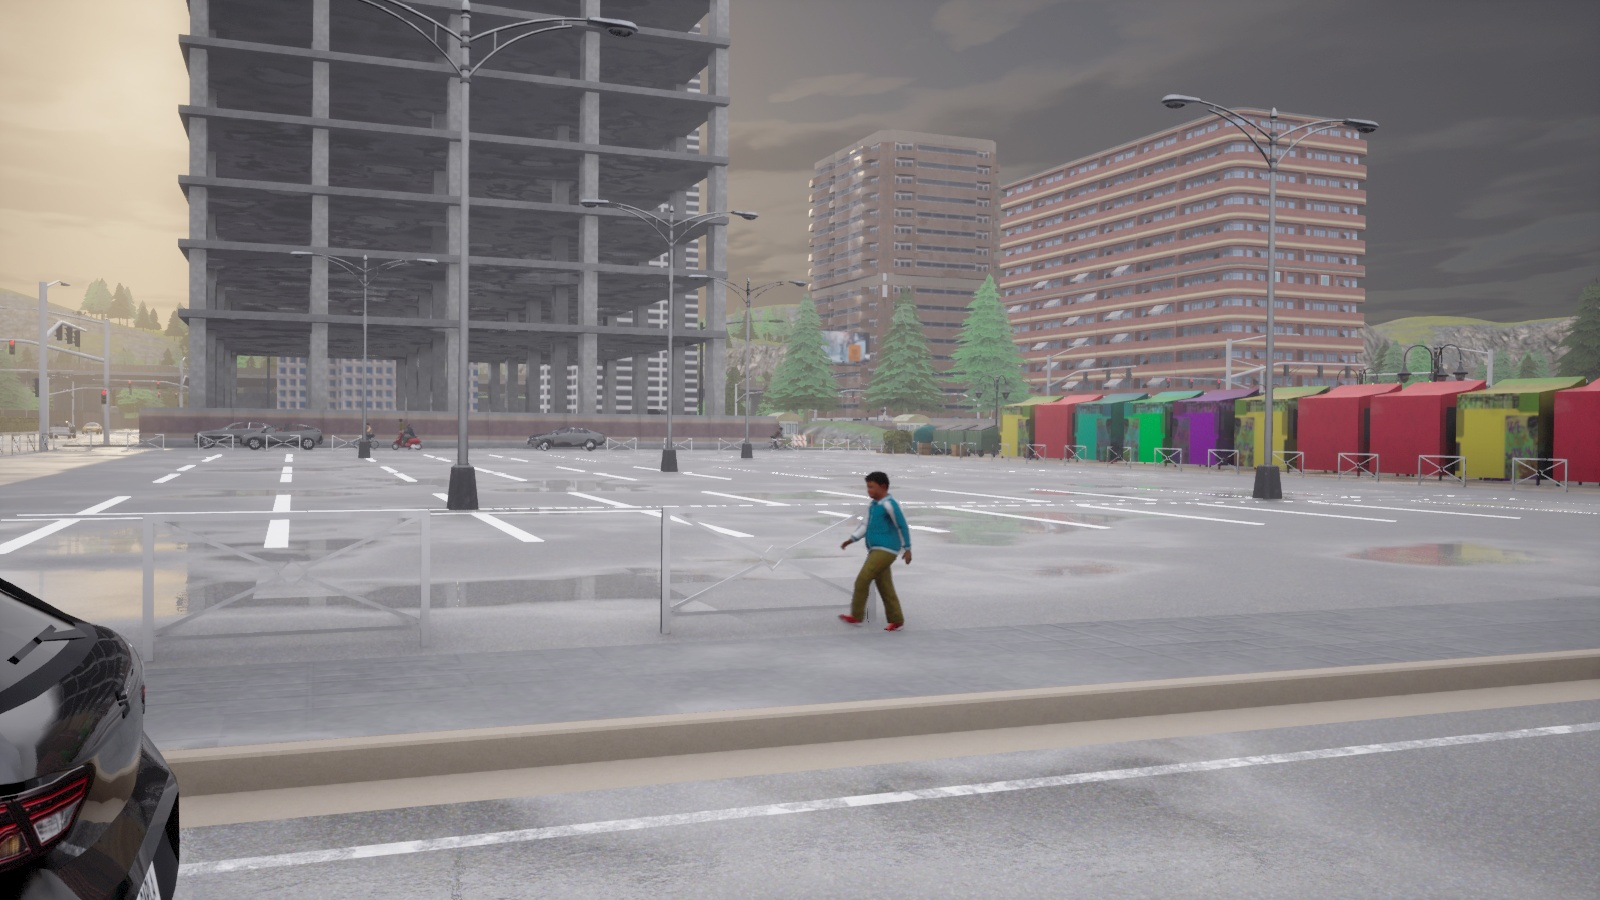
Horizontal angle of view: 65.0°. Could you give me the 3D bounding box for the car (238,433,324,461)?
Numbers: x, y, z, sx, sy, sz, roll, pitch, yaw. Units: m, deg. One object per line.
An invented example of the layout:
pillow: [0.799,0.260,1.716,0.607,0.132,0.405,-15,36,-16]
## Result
car: [-29.989,-0.169,72.661,4.514,1.525,2.007,-1,1,-22]

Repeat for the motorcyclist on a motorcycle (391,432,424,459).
motorcyclist on a motorcycle: [-23.535,-0.275,75.304,1.817,1.590,0.866,-1,1,-22]

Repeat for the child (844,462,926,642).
child: [0.588,0.689,8.695,0.448,1.192,0.343,-1,1,-23]

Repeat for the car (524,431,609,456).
car: [-14.696,-0.426,78.924,4.902,1.511,2.128,-1,1,-22]

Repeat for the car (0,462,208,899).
car: [-3.322,0.815,1.970,4.193,1.474,1.816,-1,1,-21]

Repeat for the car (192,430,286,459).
car: [-33.451,-0.338,75.023,5.027,1.651,2.152,-1,1,-22]
